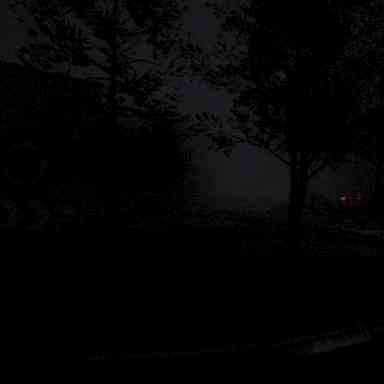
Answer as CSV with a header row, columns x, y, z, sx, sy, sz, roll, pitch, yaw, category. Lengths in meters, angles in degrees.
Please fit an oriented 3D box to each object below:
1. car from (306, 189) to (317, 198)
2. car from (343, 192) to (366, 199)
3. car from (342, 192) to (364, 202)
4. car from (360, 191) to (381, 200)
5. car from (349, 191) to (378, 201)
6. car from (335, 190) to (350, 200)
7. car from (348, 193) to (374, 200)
x,y,z,sx,sy,sz,roll,pitch,yaw,category
25.783,0.366,75.980,5.566,2.045,2.435,2,1,17,car
41.949,0.944,85.920,5.008,1.535,2.097,2,1,17,car
28.954,1.141,59.953,1.895,1.301,4.718,2,1,17,car
36.970,0.976,69.716,4.553,1.767,2.185,2,2,17,car
38.689,0.806,75.234,5.566,2.045,2.435,2,1,17,car
31.594,0.968,68.699,2.128,1.511,4.902,2,1,17,car
39.499,1.033,77.812,4.892,1.521,2.231,2,1,17,car
